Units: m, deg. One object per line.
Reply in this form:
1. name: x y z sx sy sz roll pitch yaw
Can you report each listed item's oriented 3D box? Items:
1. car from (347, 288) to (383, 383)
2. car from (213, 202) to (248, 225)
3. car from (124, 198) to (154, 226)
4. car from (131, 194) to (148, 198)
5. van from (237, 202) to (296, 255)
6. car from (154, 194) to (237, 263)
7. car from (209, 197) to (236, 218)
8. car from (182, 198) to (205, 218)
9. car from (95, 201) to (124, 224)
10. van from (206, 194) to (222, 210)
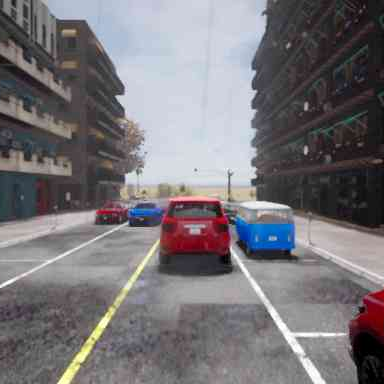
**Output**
1. car: 2.675 1.311 1.526 2.192 1.841 5.009 -1 0 0
2. car: 2.671 1.475 24.187 2.008 1.369 4.403 -1 0 0
3. car: -3.108 1.405 22.980 1.882 1.535 5.008 0 0 0
4. car: -5.715 1.197 35.464 2.192 1.841 5.009 -1 0 0
5. van: 2.672 1.303 12.855 1.690 1.788 3.998 -1 0 0
6. car: 0.090 1.185 11.986 2.150 2.045 5.566 0 0 0
7. car: 2.668 1.344 29.852 1.967 1.590 4.097 -1 0 0
8. car: 0.087 1.381 29.806 1.882 1.535 5.008 0 0 0
9. car: -5.709 1.468 24.135 1.887 1.381 4.507 -1 0 0
10. van: 2.663 1.202 41.180 1.690 1.788 3.998 -1 0 0
